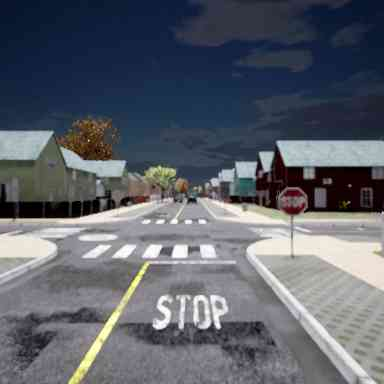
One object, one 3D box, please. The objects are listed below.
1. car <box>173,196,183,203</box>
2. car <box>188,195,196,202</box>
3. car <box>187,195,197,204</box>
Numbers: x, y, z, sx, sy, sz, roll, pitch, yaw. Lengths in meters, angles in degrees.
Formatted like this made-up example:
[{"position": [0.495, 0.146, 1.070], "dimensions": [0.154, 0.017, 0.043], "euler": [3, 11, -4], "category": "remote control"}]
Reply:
[{"position": [-2.750, 1.573, 66.713], "dimensions": [2.033, 1.411, 5.357], "euler": [0, 0, 0], "category": "car"}, {"position": [-0.001, 1.340, 72.547], "dimensions": [1.812, 1.442, 4.674], "euler": [0, 0, 0], "category": "car"}, {"position": [-0.001, 1.454, 62.126], "dimensions": [1.837, 1.490, 4.892], "euler": [0, 0, 0], "category": "car"}]
